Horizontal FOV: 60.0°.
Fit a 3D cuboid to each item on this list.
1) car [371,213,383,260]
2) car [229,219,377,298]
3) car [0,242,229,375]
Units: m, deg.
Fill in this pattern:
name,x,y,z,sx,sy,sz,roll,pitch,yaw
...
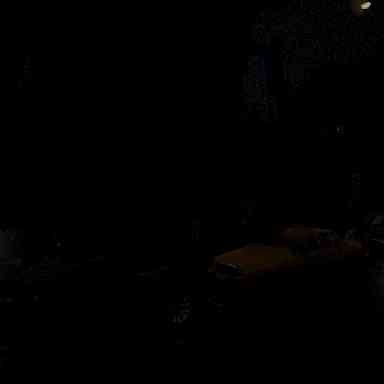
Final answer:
name,x,y,z,sx,sy,sz,roll,pitch,yaw
car,7.128,1.441,11.749,4.097,1.590,1.967,0,0,-36
car,2.567,1.525,8.488,4.829,1.417,1.752,0,0,-36
car,-1.719,1.566,5.424,4.313,1.339,1.947,0,0,-36
